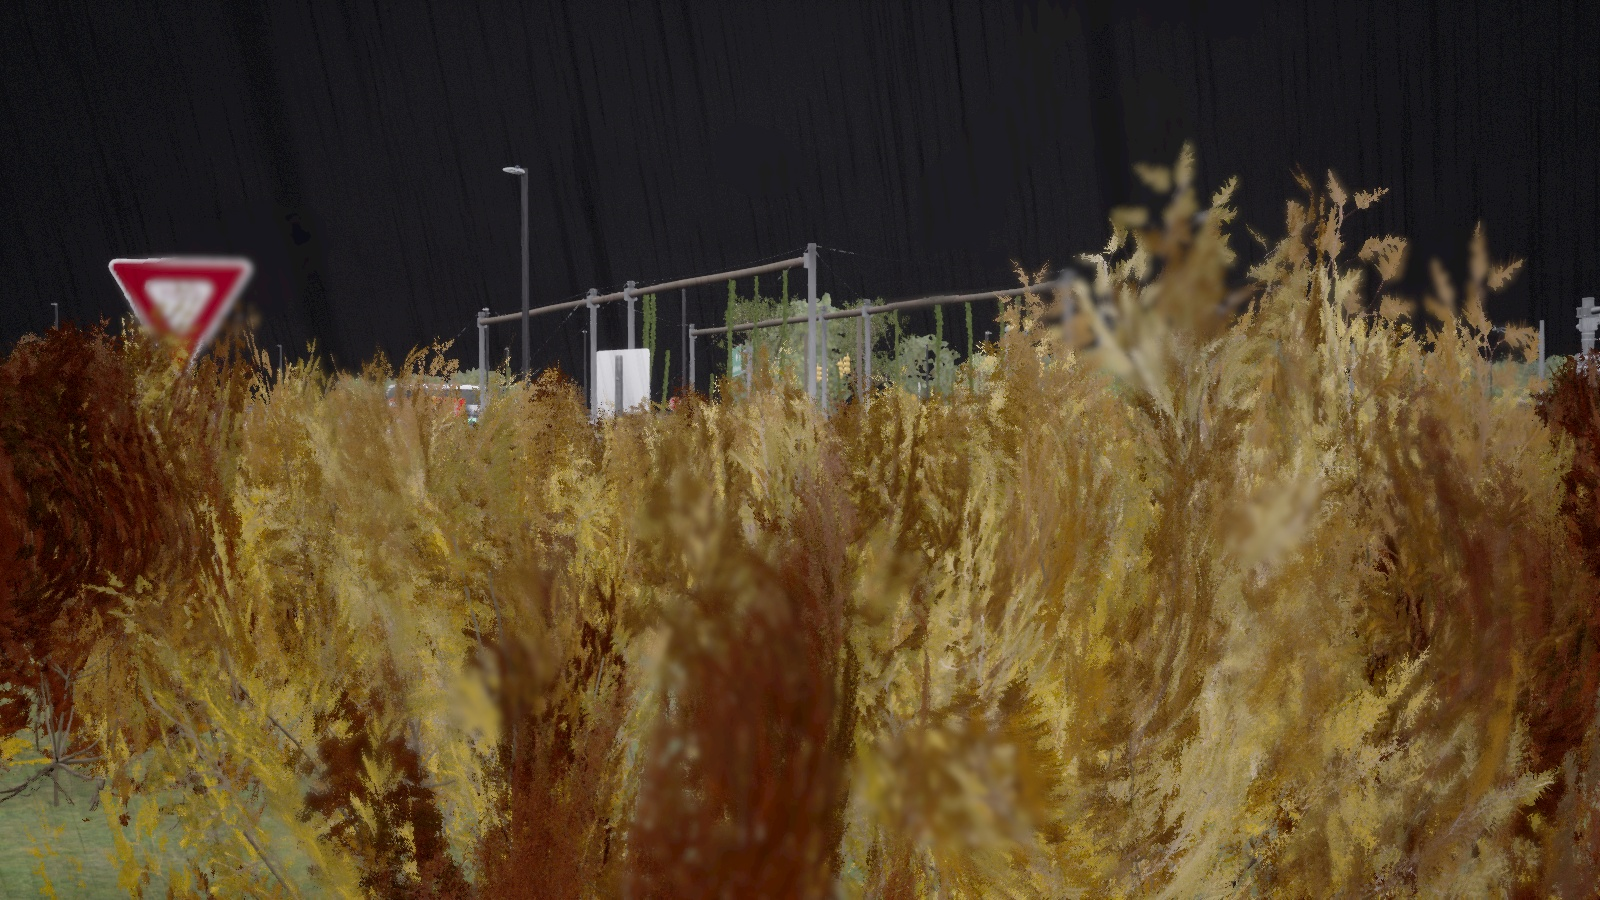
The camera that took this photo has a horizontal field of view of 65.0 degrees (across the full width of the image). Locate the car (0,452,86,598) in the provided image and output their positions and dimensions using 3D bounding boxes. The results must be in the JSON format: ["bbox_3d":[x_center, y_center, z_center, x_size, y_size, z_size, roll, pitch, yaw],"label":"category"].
[{"bbox_3d":[-10.417,0.753,13.385,4.674,1.442,1.812,0,2,6],"label":"car"}]
